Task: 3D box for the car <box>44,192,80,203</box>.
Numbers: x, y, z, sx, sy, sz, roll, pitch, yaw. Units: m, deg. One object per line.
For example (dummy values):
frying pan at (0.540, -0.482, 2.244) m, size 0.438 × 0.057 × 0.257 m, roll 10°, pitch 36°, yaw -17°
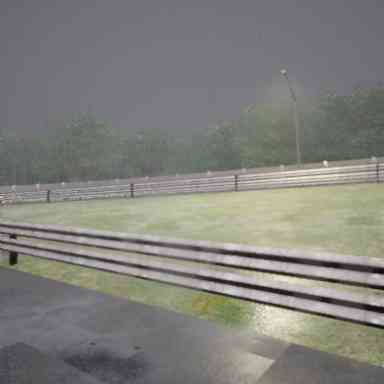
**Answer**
car at (-16.360, 0.663, 41.814) m, size 4.674 × 1.442 × 1.812 m, roll -4°, pitch -2°, yaw 20°
